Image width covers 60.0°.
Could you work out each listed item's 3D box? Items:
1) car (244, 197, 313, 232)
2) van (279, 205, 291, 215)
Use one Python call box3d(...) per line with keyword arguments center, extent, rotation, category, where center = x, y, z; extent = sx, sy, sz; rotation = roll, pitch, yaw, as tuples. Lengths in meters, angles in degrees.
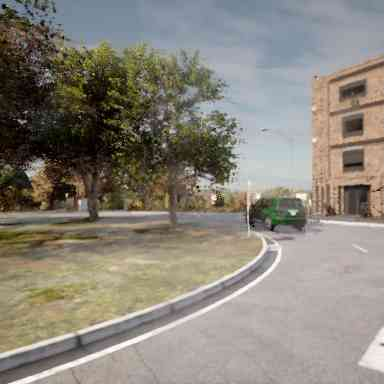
box3d(center=(5.254, 1.360, 21.649), extent=(2.150, 2.045, 5.566), rotation=(0, -1, -12), category="car")
box3d(center=(19.458, 3.707, 69.470), extent=(1.878, 1.987, 4.442), rotation=(-1, -4, 24), category="van")
